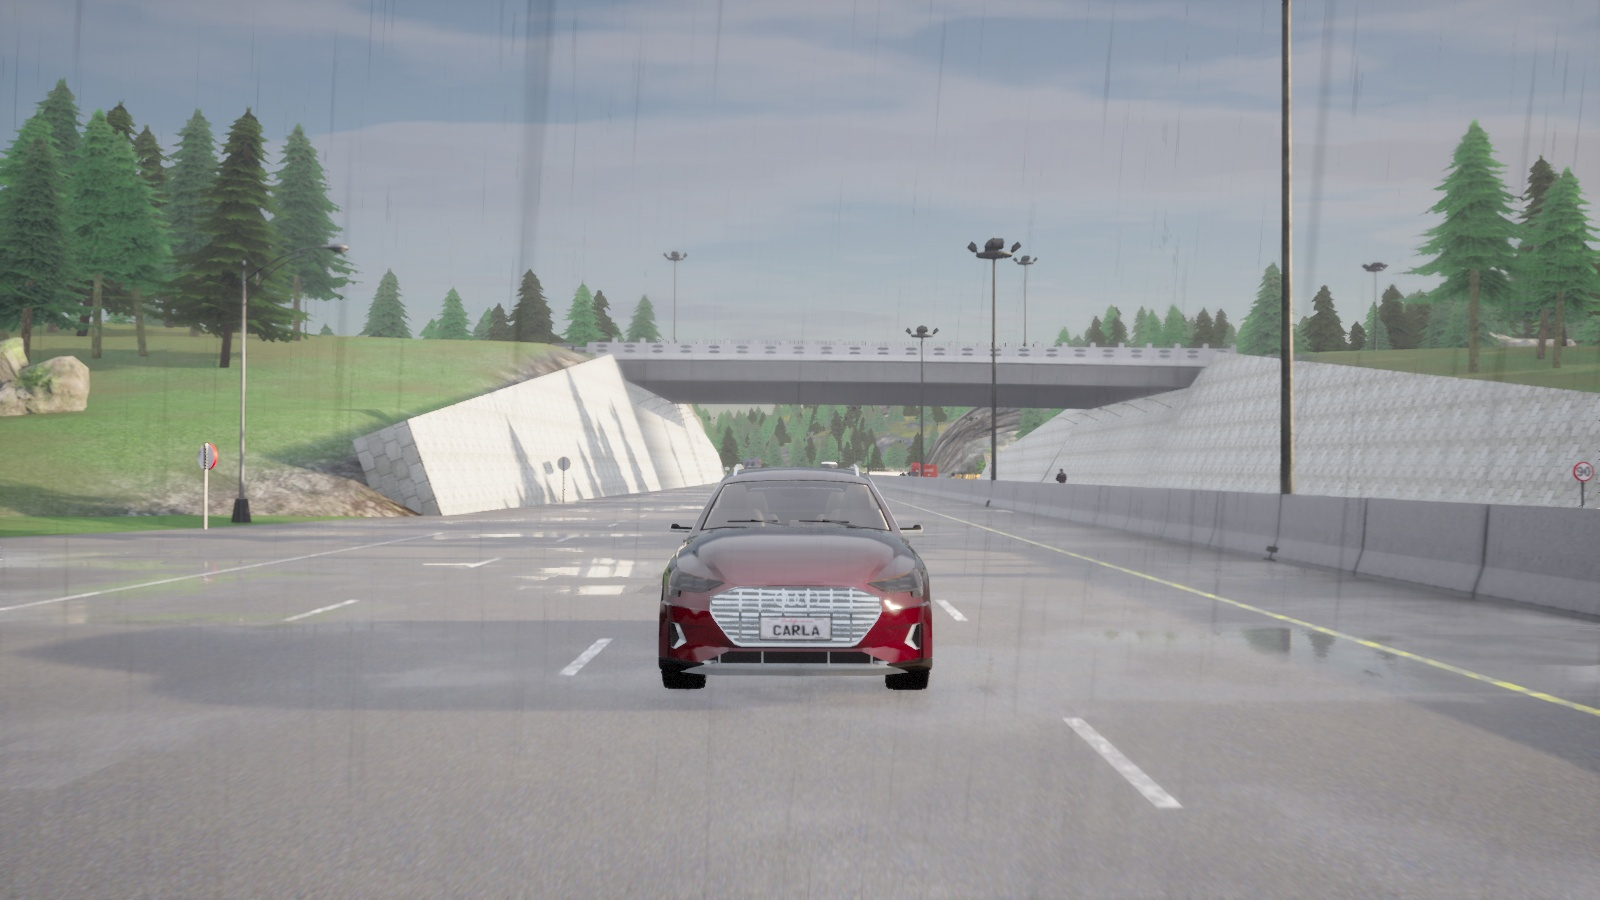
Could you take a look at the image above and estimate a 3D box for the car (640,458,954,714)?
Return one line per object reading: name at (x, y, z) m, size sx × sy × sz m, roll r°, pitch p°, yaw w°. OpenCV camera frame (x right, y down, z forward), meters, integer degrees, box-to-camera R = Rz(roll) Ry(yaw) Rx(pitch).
car at (-0.026, 0.922, 10.584) m, size 2.033 × 1.649 × 4.856 m, roll 0°, pitch -1°, yaw 0°
